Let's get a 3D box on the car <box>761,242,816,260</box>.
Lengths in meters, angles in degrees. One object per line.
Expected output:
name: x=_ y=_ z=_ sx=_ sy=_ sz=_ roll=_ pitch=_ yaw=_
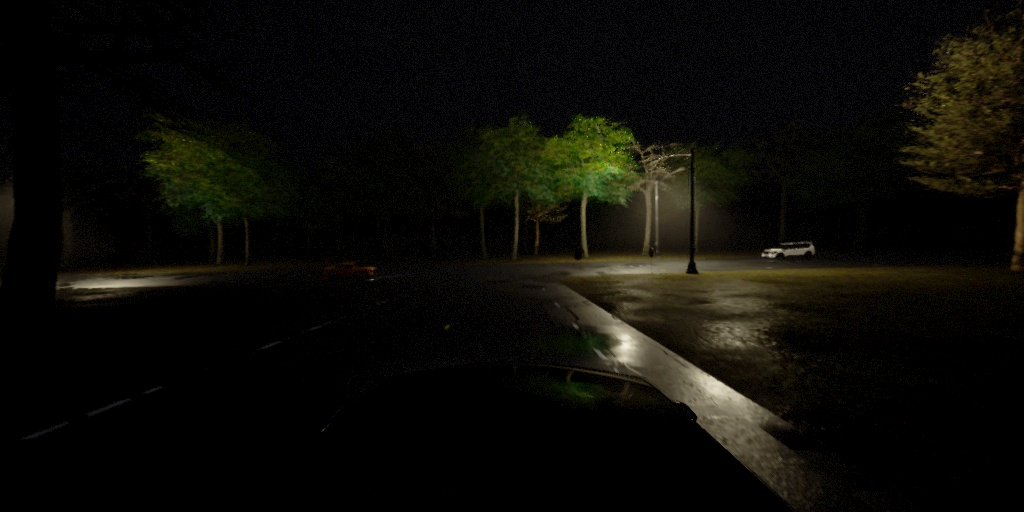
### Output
car: x=33.134 y=-0.582 z=42.941 sx=5.566 sy=2.045 sz=2.150 roll=-3 pitch=4 yaw=0

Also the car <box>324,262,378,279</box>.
car: x=-16.067 y=1.379 z=35.831 sx=5.008 sy=1.535 sz=1.882 roll=-1 pitch=4 yaw=0
